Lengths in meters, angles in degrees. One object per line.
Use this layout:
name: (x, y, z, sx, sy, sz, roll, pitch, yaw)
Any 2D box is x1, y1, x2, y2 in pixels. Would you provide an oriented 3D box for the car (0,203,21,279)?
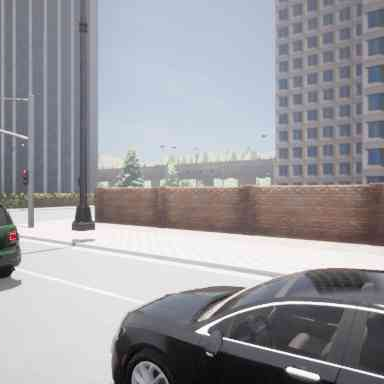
car: (-6.748, 1.221, 8.791, 5.566, 2.045, 2.150, 0, 0, 35)

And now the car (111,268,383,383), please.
car: (1.328, 1.505, 3.046, 4.892, 1.490, 1.837, 0, 0, 36)
